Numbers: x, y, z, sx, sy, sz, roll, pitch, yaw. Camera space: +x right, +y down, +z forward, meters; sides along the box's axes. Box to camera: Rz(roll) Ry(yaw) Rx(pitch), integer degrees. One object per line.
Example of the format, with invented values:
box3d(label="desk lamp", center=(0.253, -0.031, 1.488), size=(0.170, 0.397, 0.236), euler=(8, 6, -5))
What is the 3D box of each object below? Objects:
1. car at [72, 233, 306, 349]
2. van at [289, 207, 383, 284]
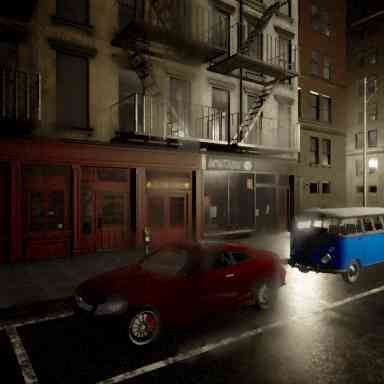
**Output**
box3d(label="car", center=(-0.005, 1.582, 6.176), size=(4.206, 1.307, 1.802), euler=(0, 0, -35))
box3d(label="van", center=(4.410, 1.341, 9.296), size=(3.998, 1.788, 1.690), euler=(0, 0, -35))
